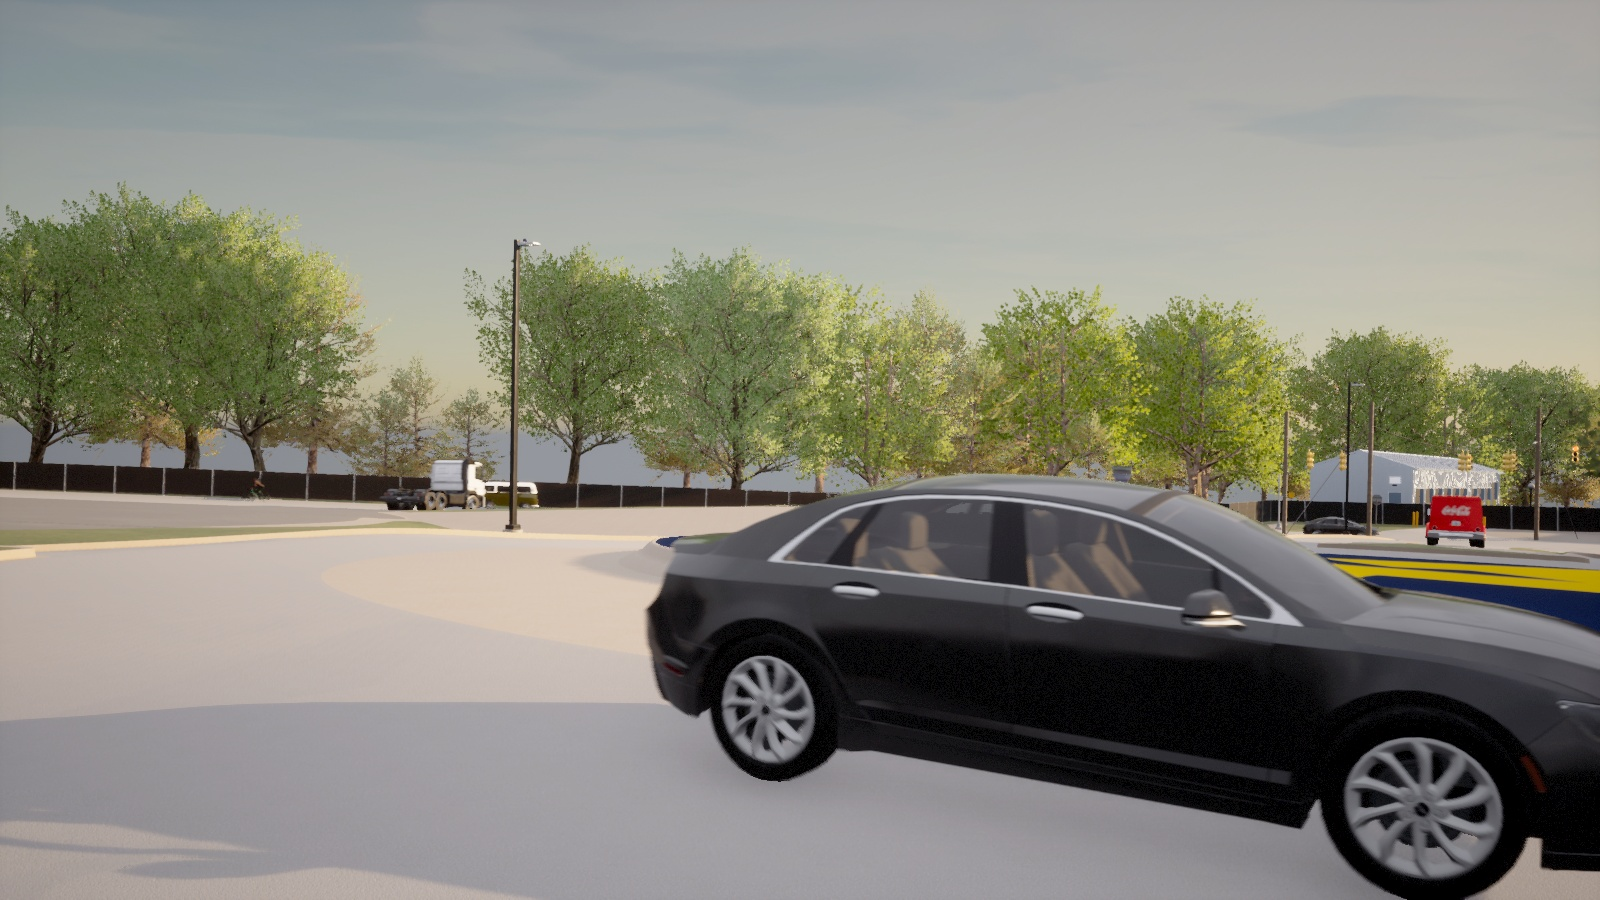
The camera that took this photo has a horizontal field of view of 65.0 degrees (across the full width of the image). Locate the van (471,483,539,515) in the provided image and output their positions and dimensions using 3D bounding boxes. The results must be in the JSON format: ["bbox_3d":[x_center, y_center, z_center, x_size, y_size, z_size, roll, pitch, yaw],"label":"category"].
[{"bbox_3d":[-20.754,3.416,88.333,4.480,2.038,2.069,2,0,-15],"label":"van"}]

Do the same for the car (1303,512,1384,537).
[{"bbox_3d":[37.565,5.130,86.850,4.892,1.490,1.837,0,1,32],"label":"car"}]

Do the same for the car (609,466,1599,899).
[{"bbox_3d":[1.575,0.898,6.154,4.892,1.490,1.837,1,1,31],"label":"car"}]

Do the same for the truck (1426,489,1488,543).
[{"bbox_3d":[32.449,3.269,62.113,2.627,2.467,5.204,1,-3,27],"label":"truck"}]

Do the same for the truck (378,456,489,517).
[{"bbox_3d":[-22.891,2.354,78.899,2.891,3.462,7.936,0,-4,15],"label":"truck"}]
